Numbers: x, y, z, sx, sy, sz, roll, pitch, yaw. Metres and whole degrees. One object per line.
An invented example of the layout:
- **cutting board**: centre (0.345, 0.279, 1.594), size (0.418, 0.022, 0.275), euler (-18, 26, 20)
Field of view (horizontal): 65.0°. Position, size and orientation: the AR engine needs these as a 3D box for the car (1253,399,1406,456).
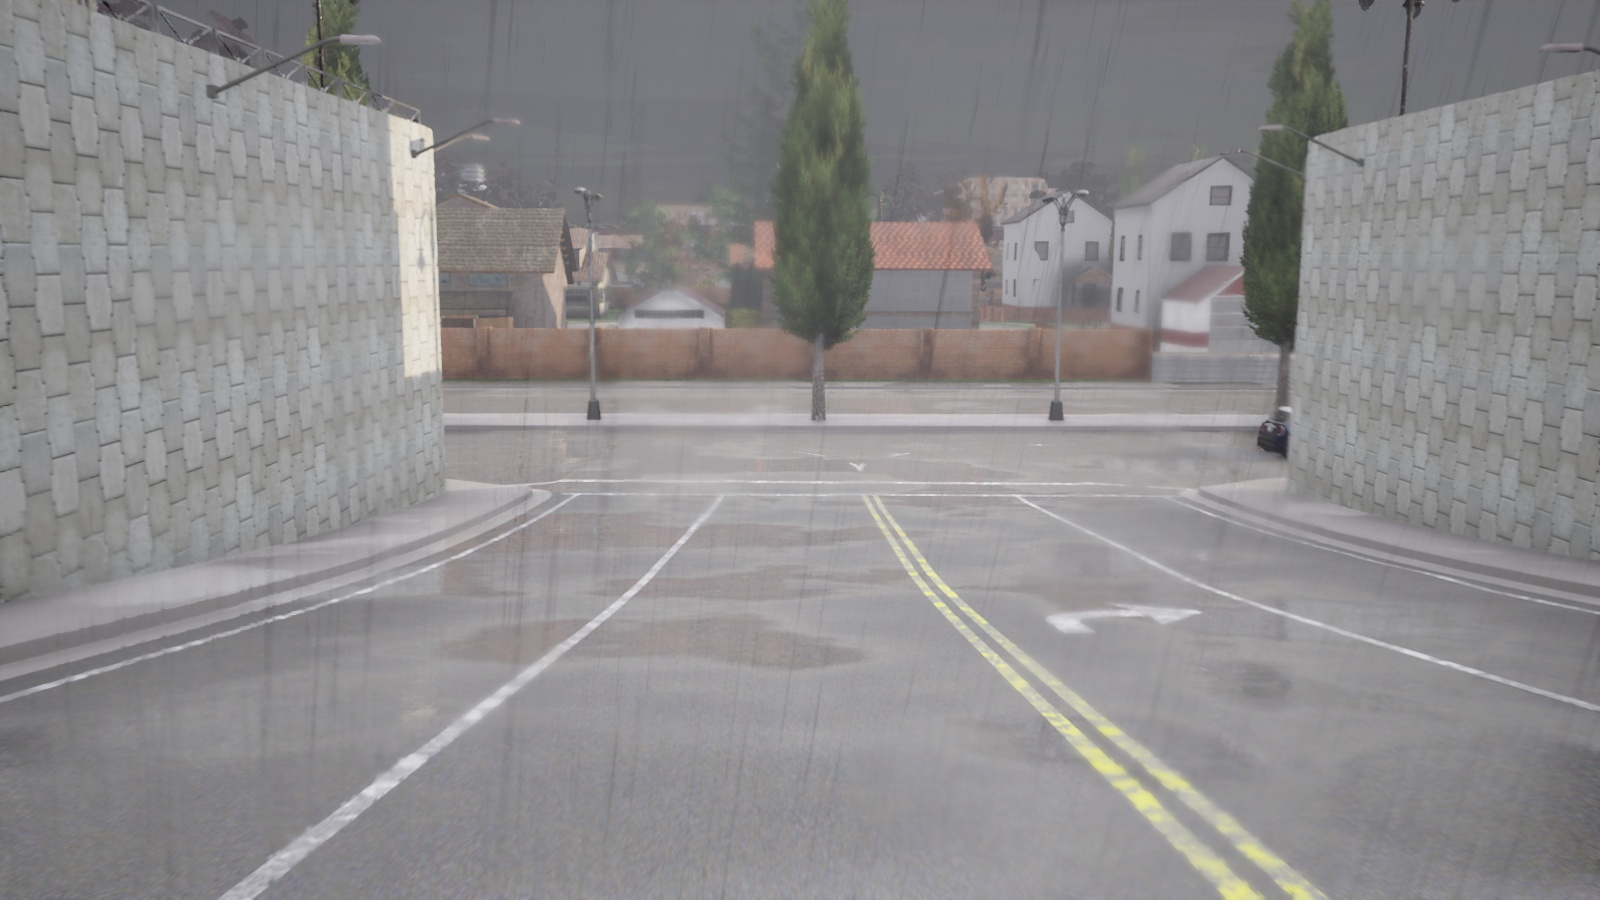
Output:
- **car**: centre (16.297, -0.713, 38.802), size (3.806, 1.475, 1.970), euler (-1, 9, -3)
